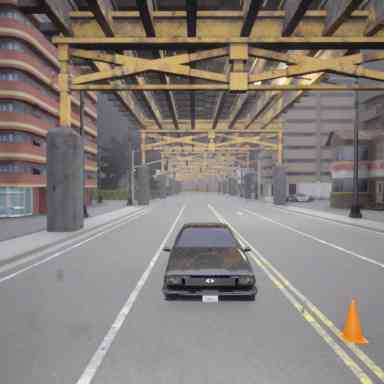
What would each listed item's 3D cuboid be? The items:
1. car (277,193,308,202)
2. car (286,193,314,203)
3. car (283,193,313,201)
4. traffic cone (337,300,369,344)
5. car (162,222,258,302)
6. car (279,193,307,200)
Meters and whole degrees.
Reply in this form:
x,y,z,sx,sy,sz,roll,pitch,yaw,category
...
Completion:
x,y,z,sx,sy,sz,roll,pitch,yaw,category
17.829,0.960,58.949,4.974,1.542,2.038,0,1,25,car
17.480,1.007,54.792,4.974,1.542,2.038,0,1,-20,car
17.529,0.849,54.808,4.536,1.218,1.853,0,1,-20,car
2.455,1.949,5.076,0.340,0.580,0.340,0,0,0,traffic cone
0.364,1.534,8.684,2.033,1.411,5.357,0,0,1,car
17.876,0.802,58.925,4.536,1.218,1.853,0,1,25,car
